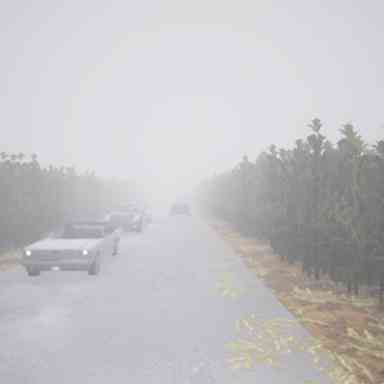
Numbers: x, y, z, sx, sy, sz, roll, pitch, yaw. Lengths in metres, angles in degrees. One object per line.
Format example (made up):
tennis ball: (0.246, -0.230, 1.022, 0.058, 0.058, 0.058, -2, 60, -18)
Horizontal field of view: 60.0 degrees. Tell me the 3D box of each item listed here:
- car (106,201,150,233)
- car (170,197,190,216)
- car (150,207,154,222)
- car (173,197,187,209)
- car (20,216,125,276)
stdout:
car: (-3.957, 1.459, 20.254, 2.097, 1.767, 4.553, 0, 0, -2)
car: (-1.187, 1.541, 33.379, 1.882, 1.535, 5.008, 0, 1, -2)
car: (-4.125, 1.636, 26.780, 1.812, 1.442, 4.674, 0, 0, -2)
car: (-1.647, 1.446, 44.834, 1.837, 1.490, 4.892, 0, 0, -3)
car: (-3.584, 1.665, 10.732, 1.895, 1.301, 4.718, 0, 0, -2)
